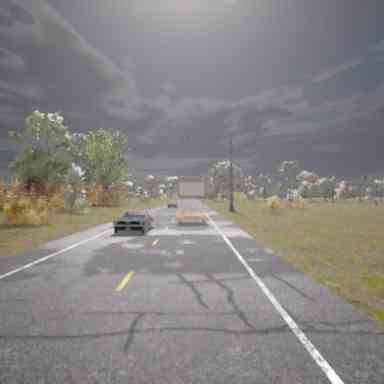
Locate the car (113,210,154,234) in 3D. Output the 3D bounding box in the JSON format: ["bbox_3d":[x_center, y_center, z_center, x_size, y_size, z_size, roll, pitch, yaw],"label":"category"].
[{"bbox_3d":[-3.610,1.822,21.020,1.895,1.301,4.718,0,-1,0],"label":"car"}]

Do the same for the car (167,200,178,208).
[{"bbox_3d":[-3.546,2.206,61.490,2.033,1.411,5.357,0,-1,1],"label":"car"}]

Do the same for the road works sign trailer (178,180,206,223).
[{"bbox_3d":[-0.014,0.763,28.367,2.380,3.560,2.880,0,-1,0],"label":"road works sign trailer"}]
